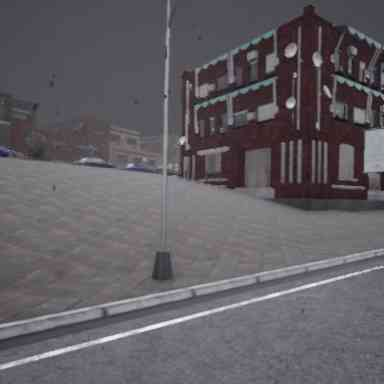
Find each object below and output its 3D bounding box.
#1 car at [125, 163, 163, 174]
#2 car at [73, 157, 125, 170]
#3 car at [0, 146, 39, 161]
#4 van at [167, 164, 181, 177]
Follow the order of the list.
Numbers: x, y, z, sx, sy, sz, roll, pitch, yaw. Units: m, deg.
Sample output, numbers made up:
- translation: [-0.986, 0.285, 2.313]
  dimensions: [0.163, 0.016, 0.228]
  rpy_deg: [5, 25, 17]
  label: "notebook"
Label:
- translation: [-5.991, -2.436, 37.562]
  dimensions: [2.002, 1.452, 4.674]
  rpy_deg: [0, -2, 40]
  label: "car"
- translation: [-9.549, -2.662, 33.319]
  dimensions: [2.002, 1.452, 4.674]
  rpy_deg: [0, -2, 41]
  label: "car"
- translation: [-16.264, -2.946, 30.120]
  dimensions: [1.837, 1.490, 4.892]
  rpy_deg: [1, -2, 42]
  label: "car"
- translation: [-2.406, -2.448, 41.965]
  dimensions: [1.878, 1.987, 4.442]
  rpy_deg: [0, -2, 39]
  label: "van"
